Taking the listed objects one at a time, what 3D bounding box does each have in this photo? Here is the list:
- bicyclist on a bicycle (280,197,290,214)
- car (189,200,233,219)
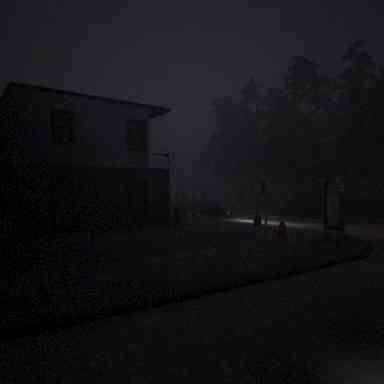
[{"bbox_3d":[9.320,1.349,33.312,1.656,1.620,0.582,0,0,-36],"label":"bicyclist on a bicycle"},{"bbox_3d":[1.623,1.490,29.639,2.128,1.511,4.902,0,0,-36],"label":"car"}]
